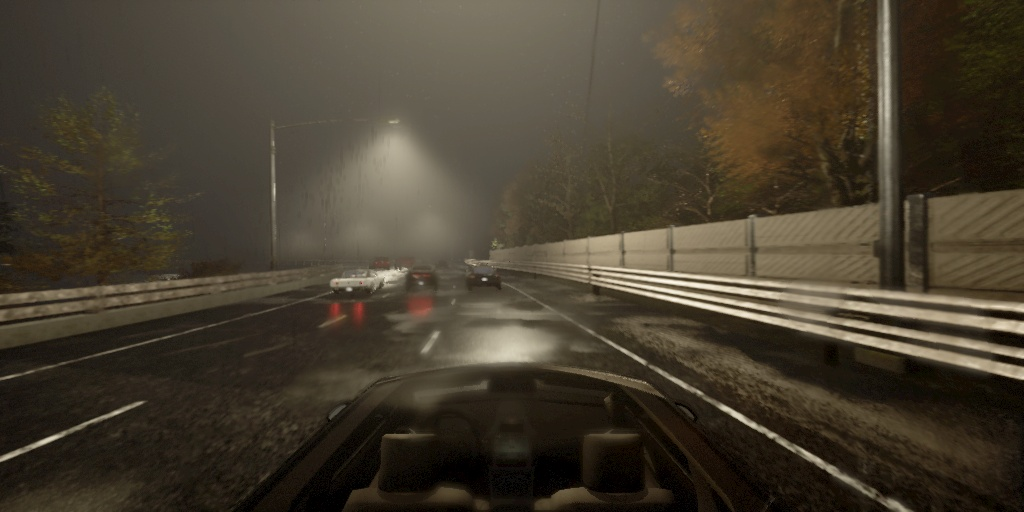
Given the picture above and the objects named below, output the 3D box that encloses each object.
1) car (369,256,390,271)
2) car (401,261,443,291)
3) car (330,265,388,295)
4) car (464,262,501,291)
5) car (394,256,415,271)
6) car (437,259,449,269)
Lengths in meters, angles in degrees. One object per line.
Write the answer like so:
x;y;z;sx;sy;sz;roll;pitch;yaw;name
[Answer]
-18.621;1.075;50.437;2.150;2.045;5.566;-1;0;-29;car
-5.407;1.261;22.113;1.837;1.490;4.892;-1;0;-10;car
-8.619;1.413;20.423;1.895;1.301;4.718;-1;0;-9;car
-1.831;1.266;21.889;1.994;1.385;4.181;-1;0;-9;car
-15.525;1.020;52.062;2.150;2.045;5.566;-1;0;-29;car
-10.414;1.223;53.397;1.837;1.490;4.892;-1;1;-13;car
